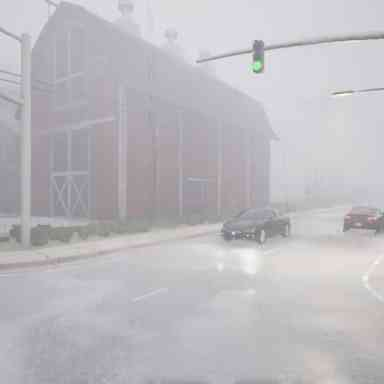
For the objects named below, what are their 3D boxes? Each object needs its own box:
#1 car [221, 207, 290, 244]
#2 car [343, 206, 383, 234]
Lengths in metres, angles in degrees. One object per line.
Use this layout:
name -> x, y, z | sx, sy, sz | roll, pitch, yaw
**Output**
car -> 3.185, 1.505, 15.994 | 1.837, 1.490, 4.892 | 0, 0, 36
car -> 10.154, 1.548, 19.402 | 1.812, 1.442, 4.674 | 0, 0, 36
